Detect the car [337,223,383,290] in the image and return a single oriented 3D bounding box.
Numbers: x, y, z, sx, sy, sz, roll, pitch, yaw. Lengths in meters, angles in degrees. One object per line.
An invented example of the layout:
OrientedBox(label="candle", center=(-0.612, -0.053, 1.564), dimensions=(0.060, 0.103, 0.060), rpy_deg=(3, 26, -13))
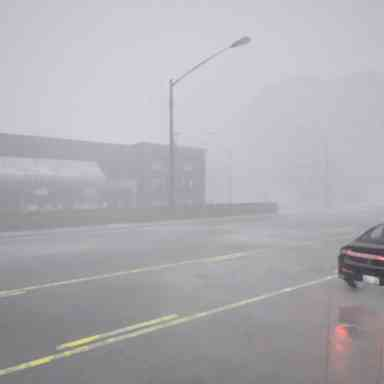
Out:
OrientedBox(label="car", center=(5.346, 1.439, 7.766), dimensions=(4.902, 1.511, 2.128), rpy_deg=(0, 0, -37))
